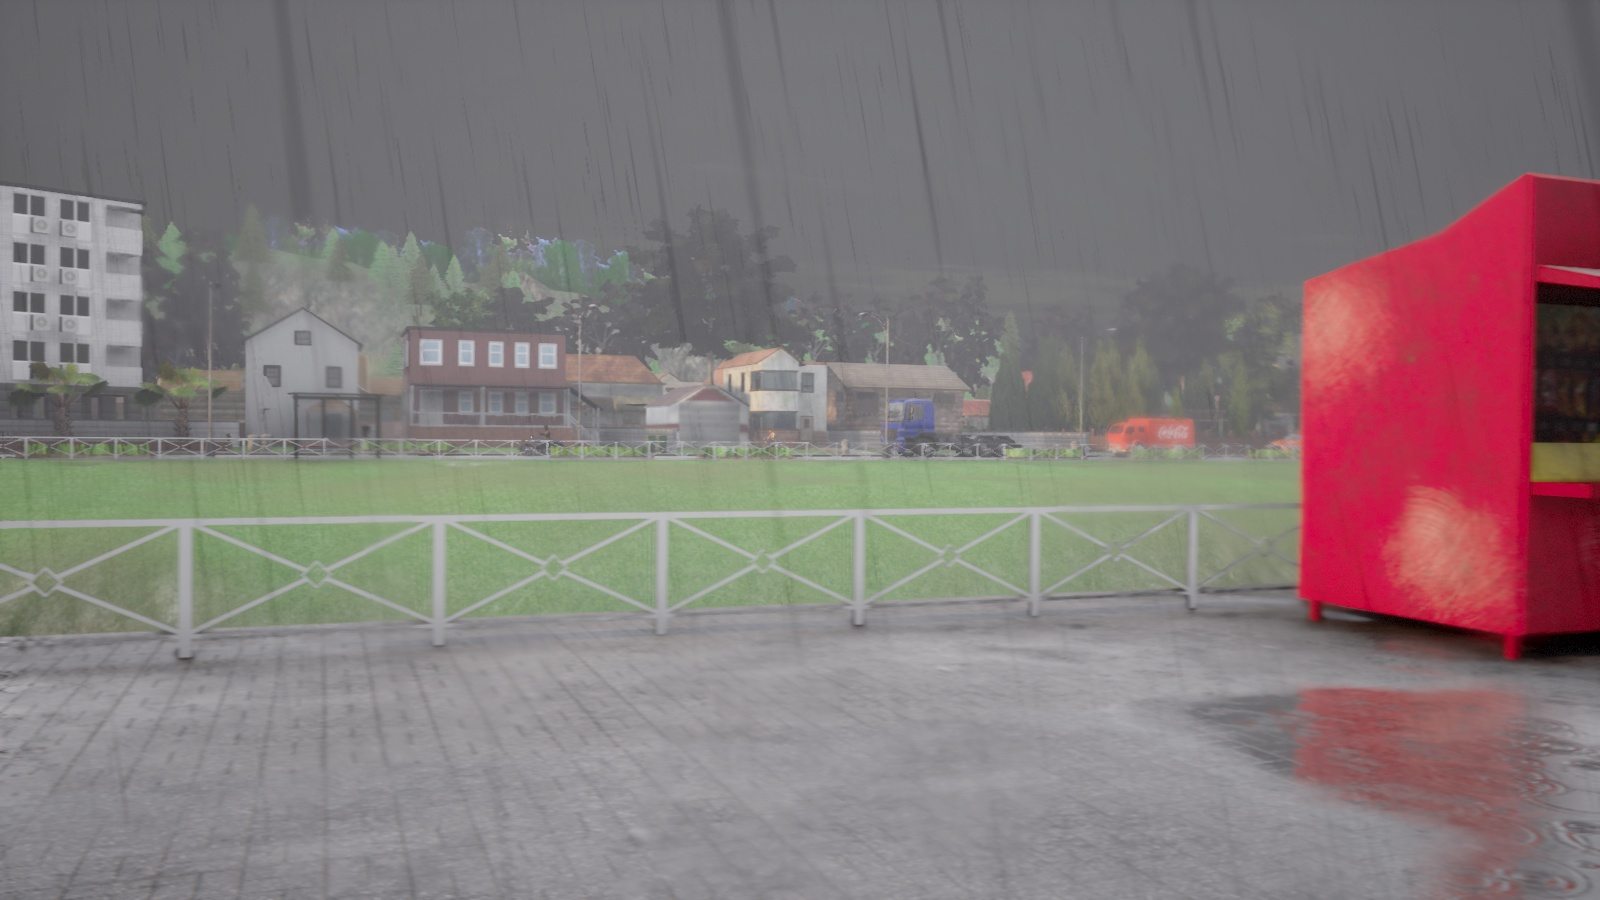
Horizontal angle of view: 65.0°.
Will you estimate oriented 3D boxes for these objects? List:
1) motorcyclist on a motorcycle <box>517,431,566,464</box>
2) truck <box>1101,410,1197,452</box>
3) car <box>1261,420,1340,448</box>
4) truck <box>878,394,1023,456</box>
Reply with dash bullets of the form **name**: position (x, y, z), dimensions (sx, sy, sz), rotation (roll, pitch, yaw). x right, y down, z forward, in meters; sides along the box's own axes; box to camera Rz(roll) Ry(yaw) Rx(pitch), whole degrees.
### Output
- **motorcyclist on a motorcycle**: position (-13.313, -0.161, 64.719), dimensions (2.350, 1.649, 0.766), rotation (-1, 1, -21)
- **truck**: position (21.639, -1.191, 77.974), dimensions (5.204, 2.467, 2.627), rotation (-1, 1, -21)
- **car**: position (32.753, -1.035, 82.194), dimensions (4.553, 1.767, 2.097), rotation (-1, 1, -21)
- **truck**: position (8.748, -1.468, 73.077), dimensions (7.936, 3.462, 2.891), rotation (-1, 1, -21)
